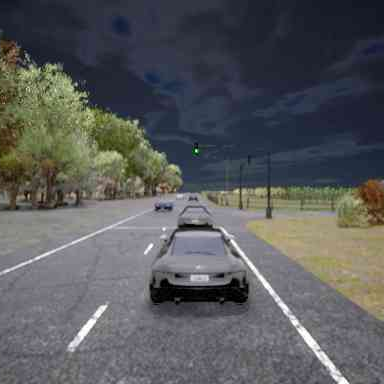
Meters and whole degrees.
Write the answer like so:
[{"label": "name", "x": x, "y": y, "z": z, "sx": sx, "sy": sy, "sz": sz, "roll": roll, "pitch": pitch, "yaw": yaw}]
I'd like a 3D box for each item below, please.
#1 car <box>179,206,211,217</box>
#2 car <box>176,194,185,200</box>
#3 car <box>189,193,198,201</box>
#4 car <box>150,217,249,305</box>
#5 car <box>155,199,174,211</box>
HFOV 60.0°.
[{"label": "car", "x": 0.191, "y": 1.522, "z": 19.856, "sx": 1.994, "sy": 1.385, "sz": 4.181, "roll": 0, "pitch": 0, "yaw": 0}, {"label": "car", "x": -3.103, "y": 1.320, "z": 87.642, "sx": 1.812, "sy": 1.442, "sz": 4.674, "roll": 0, "pitch": 0, "yaw": 0}, {"label": "car", "x": 0.344, "y": 1.182, "z": 75.357, "sx": 2.097, "sy": 1.767, "sz": 4.553, "roll": 0, "pitch": 0, "yaw": 0}, {"label": "car", "x": 0.137, "y": 1.547, "z": 8.114, "sx": 1.994, "sy": 1.385, "sz": 4.181, "roll": 0, "pitch": 0, "yaw": 0}, {"label": "car", "x": -3.222, "y": 1.516, "z": 39.288, "sx": 1.895, "sy": 1.301, "sz": 4.718, "roll": 0, "pitch": 0, "yaw": 0}]
